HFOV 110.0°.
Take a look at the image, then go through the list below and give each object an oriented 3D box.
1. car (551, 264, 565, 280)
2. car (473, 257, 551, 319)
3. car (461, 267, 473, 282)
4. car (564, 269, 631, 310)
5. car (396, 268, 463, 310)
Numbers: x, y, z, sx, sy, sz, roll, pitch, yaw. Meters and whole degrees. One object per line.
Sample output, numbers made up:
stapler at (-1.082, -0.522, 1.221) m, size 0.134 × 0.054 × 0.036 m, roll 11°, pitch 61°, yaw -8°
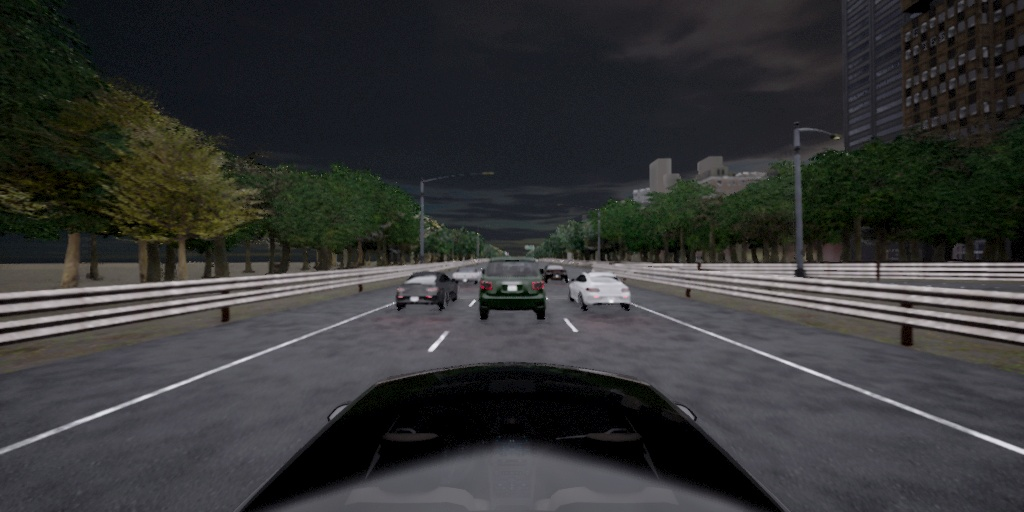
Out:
car at (3.546, 1.416, 30.529) m, size 1.882 × 1.535 × 5.008 m, roll 0°, pitch 0°, yaw 1°
car at (0.030, 1.056, 13.305) m, size 2.150 × 2.045 × 5.566 m, roll 0°, pitch 0°, yaw 0°
car at (-3.470, 1.532, 28.741) m, size 1.895 × 1.301 × 4.718 m, roll 0°, pitch 0°, yaw 0°
car at (3.545, 1.370, 15.039) m, size 1.812 × 1.442 × 4.674 m, roll 0°, pitch 0°, yaw 0°
car at (-3.454, 1.371, 15.088) m, size 1.812 × 1.442 × 4.674 m, roll 0°, pitch 0°, yaw 1°
